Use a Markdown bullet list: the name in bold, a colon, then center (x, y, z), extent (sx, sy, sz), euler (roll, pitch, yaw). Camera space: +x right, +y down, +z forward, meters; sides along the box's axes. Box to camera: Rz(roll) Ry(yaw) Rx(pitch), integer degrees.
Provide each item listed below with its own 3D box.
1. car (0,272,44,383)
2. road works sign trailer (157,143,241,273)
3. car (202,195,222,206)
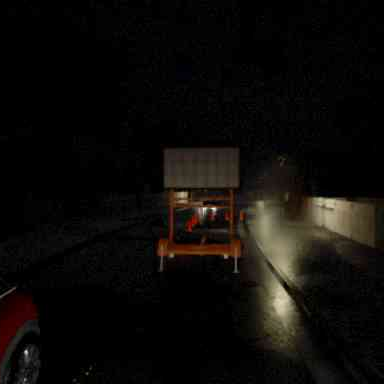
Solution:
- **car**: center (-2.737, 1.326, 1.791), extent (2.097, 1.767, 4.553), euler (0, 1, 1)
- **road works sign trailer**: center (0.299, 0.326, 10.239), extent (2.380, 3.560, 2.880), euler (0, 1, 6)
- **car**: center (2.566, 1.041, 41.554), extent (2.033, 1.411, 5.357), euler (0, 1, 14)
